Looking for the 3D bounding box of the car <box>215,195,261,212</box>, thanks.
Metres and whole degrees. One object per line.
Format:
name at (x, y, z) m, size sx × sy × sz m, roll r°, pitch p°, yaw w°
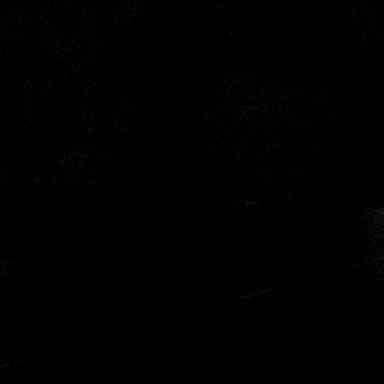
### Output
car at (4.246, 1.059, 31.641) m, size 1.882 × 1.535 × 5.008 m, roll -2°, pitch 2°, yaw -39°
